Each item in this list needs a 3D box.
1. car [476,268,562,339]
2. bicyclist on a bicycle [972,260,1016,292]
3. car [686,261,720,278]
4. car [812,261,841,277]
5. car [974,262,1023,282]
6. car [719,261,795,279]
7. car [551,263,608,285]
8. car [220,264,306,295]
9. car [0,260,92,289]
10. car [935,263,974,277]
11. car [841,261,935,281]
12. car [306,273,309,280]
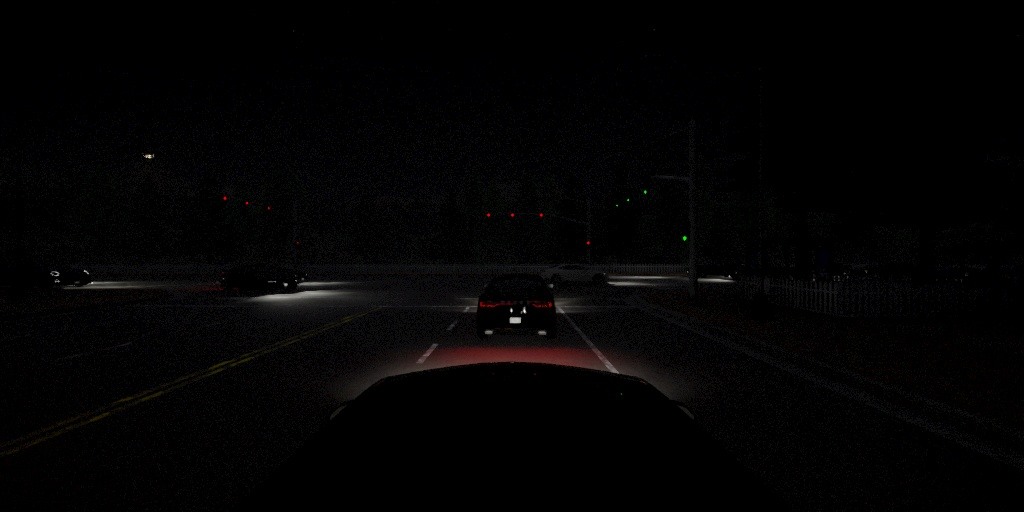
[{"bbox_3d":[0.174,1.228,10.159,1.882,1.535,5.008,0,0,2],"label":"car"},{"bbox_3d":[22.822,0.995,17.020,0.582,1.620,1.656,0,0,0],"label":"bicyclist on a bicycle"},{"bbox_3d":[18.418,1.186,32.496,4.902,1.511,2.128,0,0,1],"label":"car"},{"bbox_3d":[27.749,1.186,32.317,4.902,1.511,2.128,0,0,2],"label":"car"},{"bbox_3d":[39.925,1.172,27.578,5.008,1.535,1.882,0,0,14],"label":"car"},{"bbox_3d":[20.236,1.242,29.018,5.357,1.411,2.033,0,0,-1],"label":"car"},{"bbox_3d":[4.378,1.237,25.406,4.674,1.442,1.812,0,0,0],"label":"car"},{"bbox_3d":[-14.000,1.238,19.839,4.892,1.490,1.837,0,-1,26],"label":"car"},{"bbox_3d":[-28.995,1.046,22.044,4.553,1.767,2.097,0,0,0],"label":"car"},{"bbox_3d":[37.673,1.295,31.599,4.718,1.301,1.895,0,0,9],"label":"car"},{"bbox_3d":[29.989,1.172,28.747,5.008,1.535,1.882,0,0,3],"label":"car"},{"bbox_3d":[-17.542,1.245,25.536,5.357,1.411,2.033,0,0,0],"label":"car"}]
